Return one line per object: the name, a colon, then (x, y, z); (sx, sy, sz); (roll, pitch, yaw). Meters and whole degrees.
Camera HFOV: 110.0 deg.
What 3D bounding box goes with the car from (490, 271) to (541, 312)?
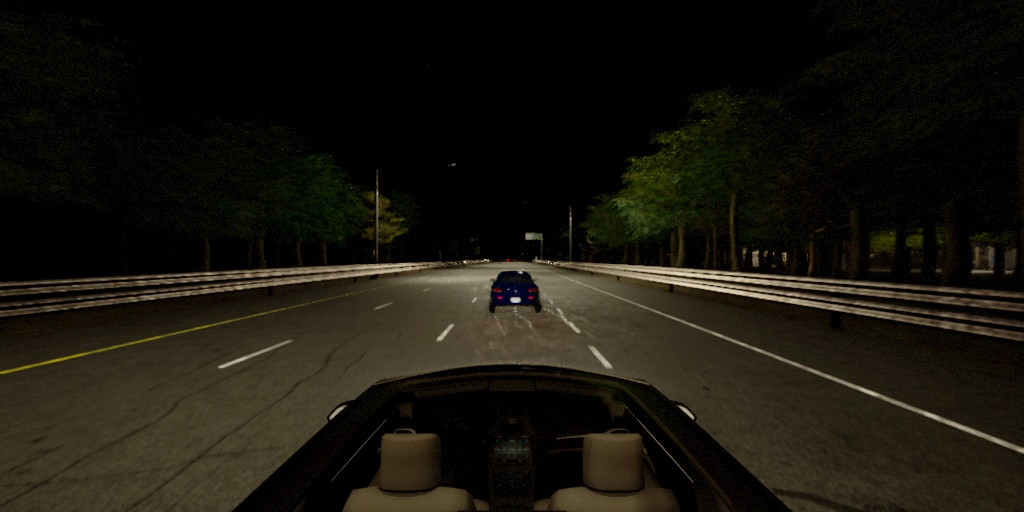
car: (0.101, 1.310, 14.293); (1.812, 1.442, 4.674); (0, 0, 0)
